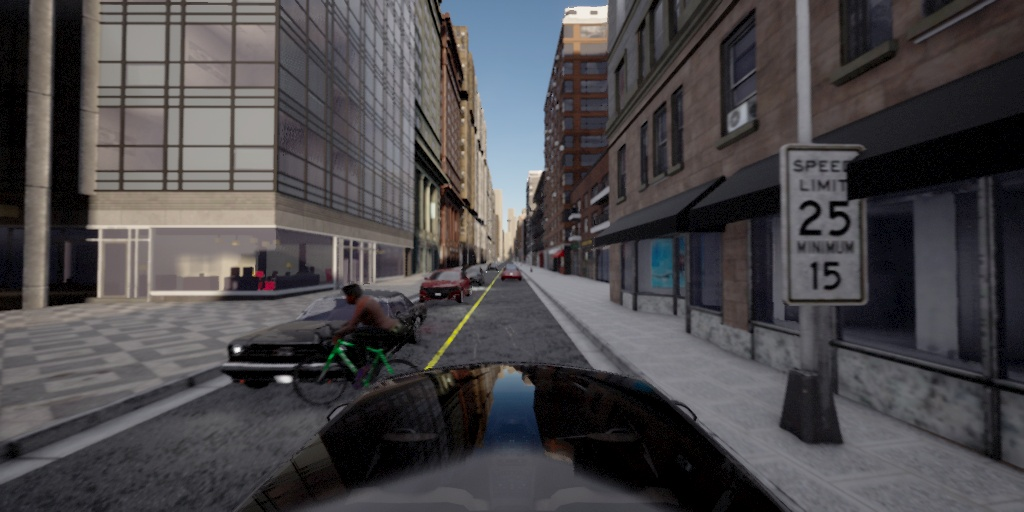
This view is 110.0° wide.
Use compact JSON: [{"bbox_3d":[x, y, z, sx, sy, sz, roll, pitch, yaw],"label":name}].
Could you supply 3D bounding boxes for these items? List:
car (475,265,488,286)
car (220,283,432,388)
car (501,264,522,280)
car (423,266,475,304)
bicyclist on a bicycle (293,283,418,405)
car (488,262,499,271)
[{"bbox_3d":[-3.181,1.531,28.501,1.837,1.490,4.892,0,-1,0],"label":"car"},{"bbox_3d":[-3.122,1.408,7.141,1.895,1.301,4.718,0,-1,0],"label":"car"},{"bbox_3d":[-0.063,1.662,35.633,1.994,1.385,4.181,0,-1,-1],"label":"car"},{"bbox_3d":[-3.165,1.394,17.773,1.882,1.535,5.008,0,-1,0],"label":"car"},{"bbox_3d":[-1.943,1.181,4.633,1.656,1.620,0.582,5,5,-6],"label":"bicyclist on a bicycle"},{"bbox_3d":[-3.353,1.892,62.704,1.837,1.490,4.892,0,0,0],"label":"car"}]
